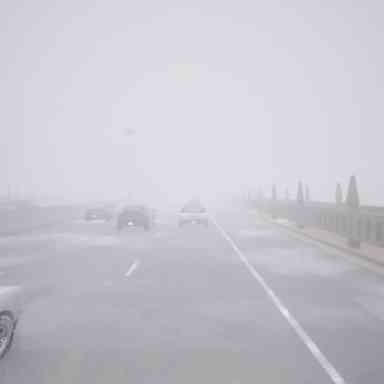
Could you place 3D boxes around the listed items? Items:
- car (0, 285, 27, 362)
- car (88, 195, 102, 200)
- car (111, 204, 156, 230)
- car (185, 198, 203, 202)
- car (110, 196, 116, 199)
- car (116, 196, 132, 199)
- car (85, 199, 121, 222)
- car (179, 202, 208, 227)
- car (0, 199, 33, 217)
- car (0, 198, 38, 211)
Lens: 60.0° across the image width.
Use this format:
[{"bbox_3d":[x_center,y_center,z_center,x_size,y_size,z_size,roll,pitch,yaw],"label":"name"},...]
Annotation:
[{"bbox_3d":[-3.401,1.601,2.839,1.895,1.301,4.718,0,0,0],"label":"car"},{"bbox_3d":[-20.115,1.501,69.273,1.837,1.490,4.892,0,0,2],"label":"car"},{"bbox_3d":[-3.410,1.506,20.836,1.837,1.490,4.892,0,0,0],"label":"car"},{"bbox_3d":[0.240,1.507,41.493,1.837,1.490,4.892,0,0,1],"label":"car"},{"bbox_3d":[-16.522,1.527,72.487,2.128,1.511,4.902,0,0,2],"label":"car"},{"bbox_3d":[-13.180,1.502,66.883,1.837,1.490,4.892,0,0,2],"label":"car"},{"bbox_3d":[-6.910,1.526,25.828,1.812,1.442,4.674,0,0,0],"label":"car"},{"bbox_3d":[0.090,1.602,23.017,1.895,1.301,4.718,0,0,0],"label":"car"},{"bbox_3d":[-17.574,1.506,32.243,1.837,1.490,4.892,0,0,1],"label":"car"},{"bbox_3d":[-14.094,1.352,26.385,2.097,1.767,4.553,0,0,0],"label":"car"}]
